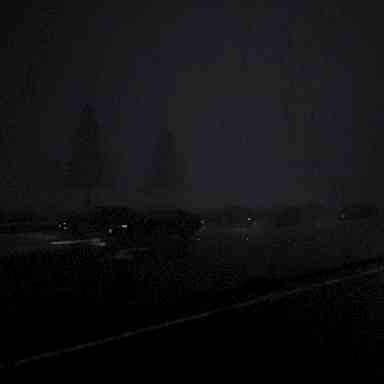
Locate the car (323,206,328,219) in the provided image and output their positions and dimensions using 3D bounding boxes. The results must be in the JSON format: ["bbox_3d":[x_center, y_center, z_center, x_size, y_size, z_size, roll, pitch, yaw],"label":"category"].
[{"bbox_3d":[10.758,1.826,30.034,4.718,1.301,1.895,1,0,-35],"label":"car"}]

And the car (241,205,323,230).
[{"bbox_3d":[6.165,1.702,22.485,5.357,1.411,2.033,1,0,-35],"label":"car"}]

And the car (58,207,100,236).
[{"bbox_3d":[-4.970,1.563,18.854,4.892,1.490,1.837,1,0,-35],"label":"car"}]

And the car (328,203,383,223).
[{"bbox_3d":[14.163,1.731,28.165,4.902,1.511,2.128,1,0,-35],"label":"car"}]

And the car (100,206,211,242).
[{"bbox_3d":[-1.776,1.562,16.830,4.902,1.511,2.128,1,0,-35],"label":"car"}]

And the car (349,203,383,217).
[{"bbox_3d":[18.964,1.876,35.796,4.181,1.385,1.994,1,0,-35],"label":"car"}]

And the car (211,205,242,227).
[{"bbox_3d":[2.966,1.690,24.501,5.357,1.411,2.033,1,0,-35],"label":"car"}]
